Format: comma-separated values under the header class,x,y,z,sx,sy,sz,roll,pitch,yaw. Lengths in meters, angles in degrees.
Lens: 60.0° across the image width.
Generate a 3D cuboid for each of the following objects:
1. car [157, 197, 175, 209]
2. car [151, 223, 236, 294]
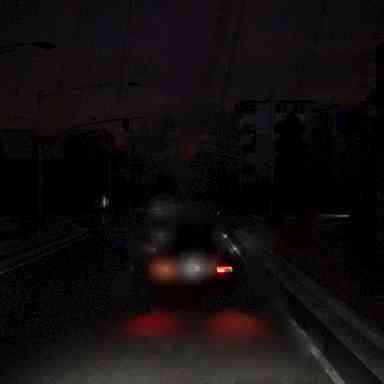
class,x,y,z,sx,sy,sz,roll,pitch,yaw
car,-3.708,1.526,46.051,1.812,1.442,4.674,0,0,0
car,0.039,1.547,8.939,2.033,1.411,5.357,0,0,0
